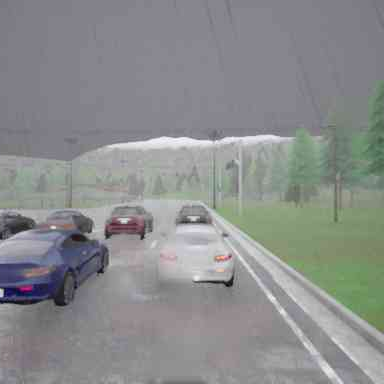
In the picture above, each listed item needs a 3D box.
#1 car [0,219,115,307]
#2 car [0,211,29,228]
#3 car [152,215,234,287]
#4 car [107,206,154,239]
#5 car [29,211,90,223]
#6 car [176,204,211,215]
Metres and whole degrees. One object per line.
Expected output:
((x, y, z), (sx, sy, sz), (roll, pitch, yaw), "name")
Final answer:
((-3.400, 1.607, 8.061), (1.812, 1.442, 4.674), (0, -1, 0), "car")
((-10.413, 1.746, 18.418), (1.994, 1.385, 4.181), (0, -1, 0), "car")
((0.096, 1.621, 9.459), (1.812, 1.442, 4.674), (0, 0, 0), "car")
((-3.414, 1.540, 18.819), (2.097, 1.767, 4.553), (0, -1, 0), "car")
((-6.911, 1.748, 18.499), (1.994, 1.385, 4.181), (0, -1, 0), "car")
((0.087, 1.554, 20.252), (2.097, 1.767, 4.553), (0, -1, 0), "car")
